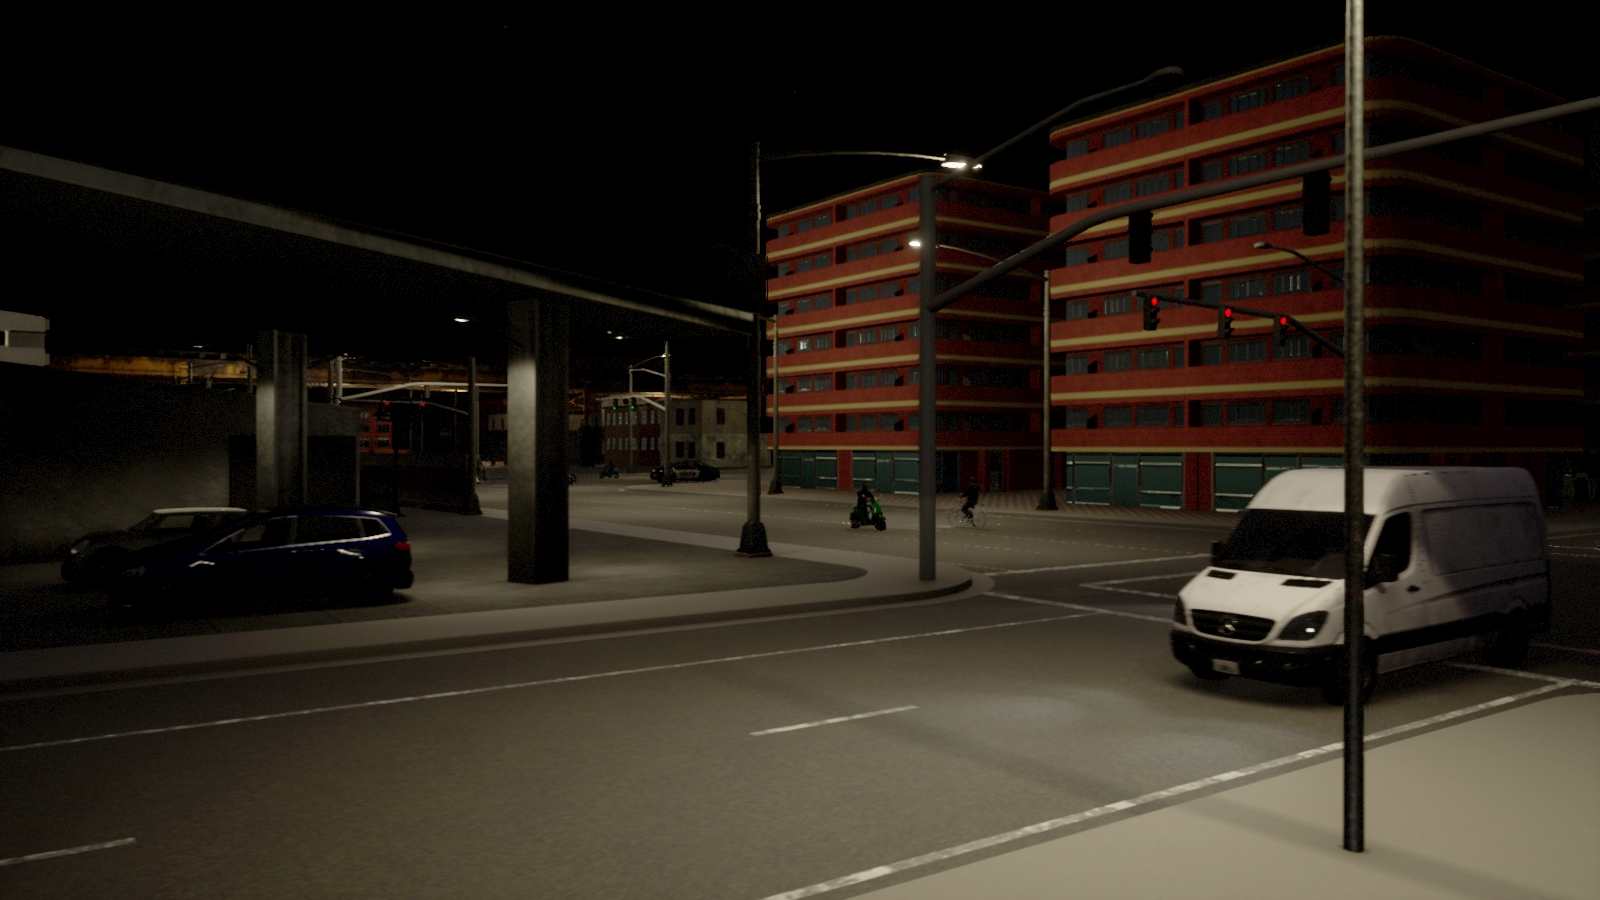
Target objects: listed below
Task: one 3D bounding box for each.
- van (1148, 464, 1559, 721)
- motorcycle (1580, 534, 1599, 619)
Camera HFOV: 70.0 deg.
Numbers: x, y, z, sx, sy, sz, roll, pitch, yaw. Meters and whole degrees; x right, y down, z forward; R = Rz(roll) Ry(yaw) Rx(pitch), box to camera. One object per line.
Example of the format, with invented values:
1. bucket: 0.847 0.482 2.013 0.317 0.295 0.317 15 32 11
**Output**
1. van: 7.060 1.497 14.246 5.915 2.561 1.988 0 0 -35
2. motorcycle: 13.821 2.083 18.967 1.805 1.341 0.856 0 0 -35
